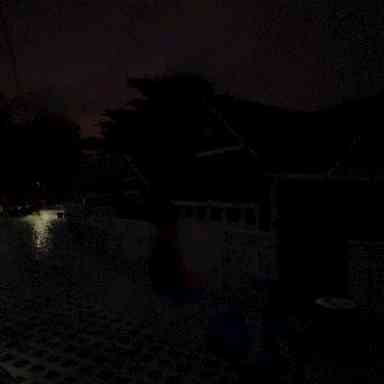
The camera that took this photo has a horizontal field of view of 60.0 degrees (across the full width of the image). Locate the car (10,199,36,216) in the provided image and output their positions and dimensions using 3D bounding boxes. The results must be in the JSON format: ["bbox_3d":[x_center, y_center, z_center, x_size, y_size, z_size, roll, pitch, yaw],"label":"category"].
[{"bbox_3d":[-21.054,1.994,41.157,2.097,1.767,4.553,-2,0,-21],"label":"car"}]

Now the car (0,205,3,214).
[{"bbox_3d":[-25.628,2.193,42.599,1.882,1.535,5.008,0,-1,-21],"label":"car"}]

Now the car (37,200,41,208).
[{"bbox_3d":[-34.333,2.516,72.736,2.097,1.767,4.553,0,-1,-21],"label":"car"}]
